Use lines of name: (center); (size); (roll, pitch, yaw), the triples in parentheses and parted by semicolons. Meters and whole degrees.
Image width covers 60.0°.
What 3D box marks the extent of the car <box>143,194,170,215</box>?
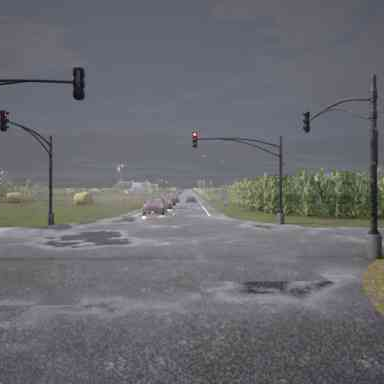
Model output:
car: (-3.718, 1.342, 33.901); (2.097, 1.767, 4.553); (0, 0, 0)

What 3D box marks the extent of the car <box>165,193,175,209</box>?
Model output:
car: (-3.713, 1.331, 43.998); (2.097, 1.767, 4.553); (0, 0, 0)

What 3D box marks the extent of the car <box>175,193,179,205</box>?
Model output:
car: (-3.730, 1.184, 54.210); (2.150, 2.045, 5.566); (0, 0, 0)

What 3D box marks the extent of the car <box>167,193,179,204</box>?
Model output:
car: (-3.706, 1.158, 65.926); (2.150, 2.045, 5.566); (0, 0, 1)

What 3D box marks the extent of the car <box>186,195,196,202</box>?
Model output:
car: (-0.199, 1.367, 76.436); (2.128, 1.511, 4.902); (0, 0, 0)

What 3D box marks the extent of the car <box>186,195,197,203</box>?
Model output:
car: (-0.120, 1.442, 66.132); (1.837, 1.490, 4.892); (0, 0, 0)
